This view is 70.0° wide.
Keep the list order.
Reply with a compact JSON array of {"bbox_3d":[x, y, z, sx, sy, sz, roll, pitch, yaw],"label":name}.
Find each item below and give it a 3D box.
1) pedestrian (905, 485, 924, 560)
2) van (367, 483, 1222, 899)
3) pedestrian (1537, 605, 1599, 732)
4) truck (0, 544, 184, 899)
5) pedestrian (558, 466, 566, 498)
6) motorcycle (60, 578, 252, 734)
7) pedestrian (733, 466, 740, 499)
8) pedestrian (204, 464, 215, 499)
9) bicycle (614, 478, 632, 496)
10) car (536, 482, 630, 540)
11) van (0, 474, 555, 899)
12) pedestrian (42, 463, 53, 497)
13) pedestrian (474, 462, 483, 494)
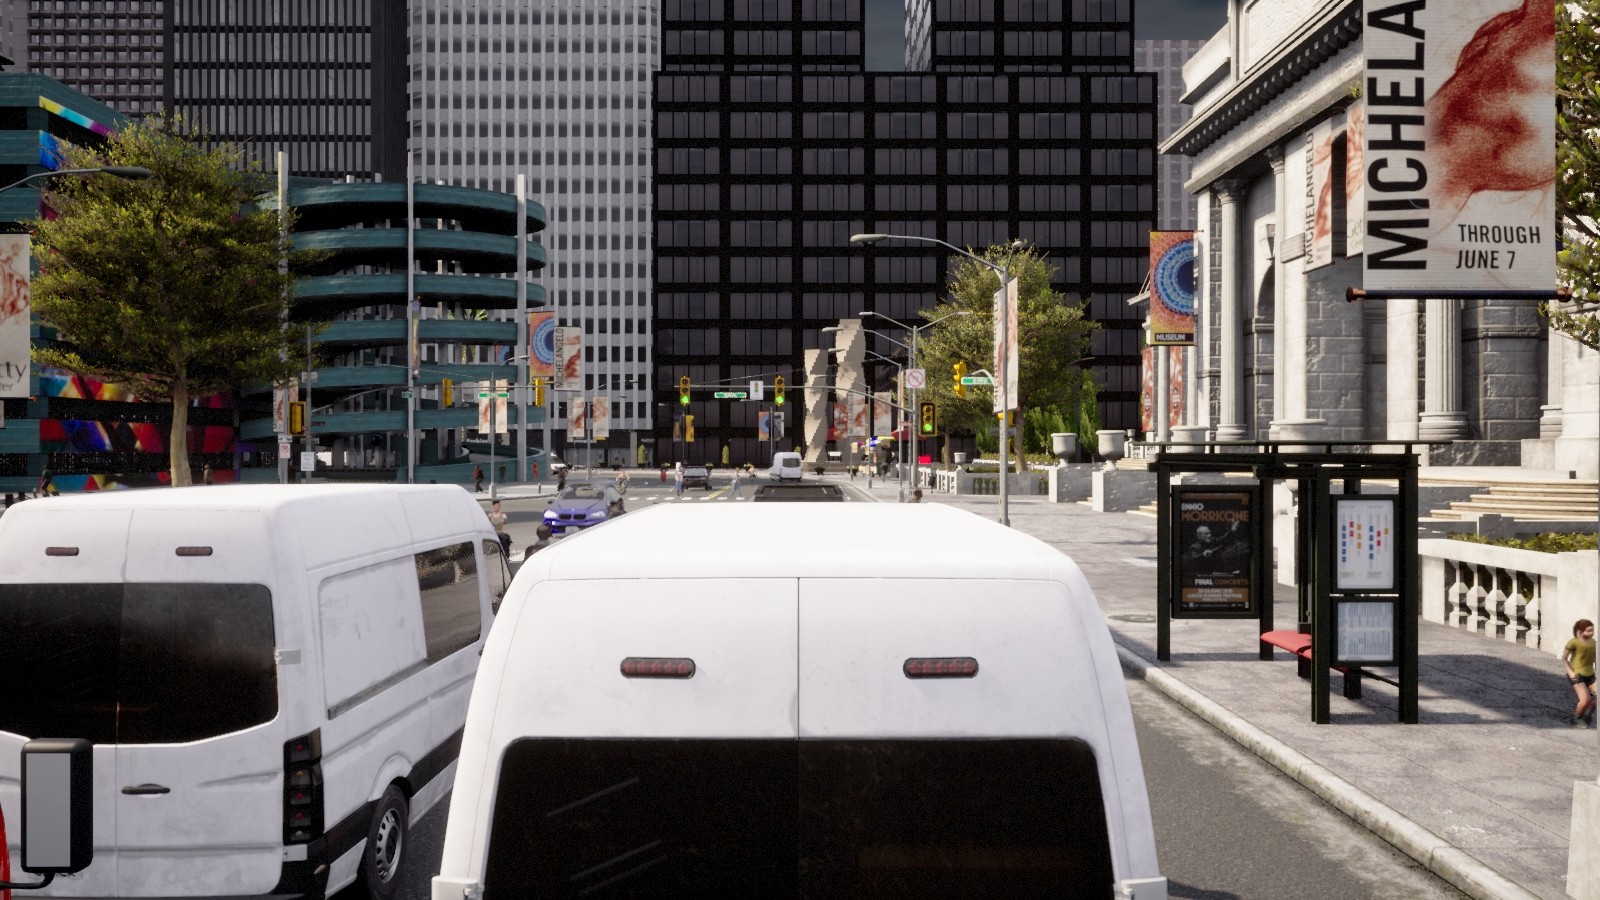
[{"bbox_3d":[2.915,1.838,29.080,0.375,1.860,0.375,0,0,-20],"label":"pedestrian"},{"bbox_3d":[-0.014,1.532,5.615,1.988,2.561,5.915,0,0,0],"label":"van"},{"bbox_3d":[7.452,2.072,10.908,0.500,1.100,0.500,0,0,-8],"label":"pedestrian"},{"bbox_3d":[-3.506,1.567,1.456,2.627,2.467,5.204,0,0,0],"label":"truck"},{"bbox_3d":[-13.555,1.824,65.105,0.375,1.860,0.375,0,0,-4],"label":"pedestrian"},{"bbox_3d":[-6.927,2.165,12.462,0.764,1.277,2.356,0,0,0],"label":"motorcycle"},{"bbox_3d":[-3.595,1.824,64.658,0.375,1.860,0.375,0,0,-5],"label":"pedestrian"},{"bbox_3d":[-31.706,1.674,61.380,0.375,1.860,0.375,0,0,5],"label":"pedestrian"},{"bbox_3d":[-10.653,2.230,68.796,0.859,1.080,1.487,0,0,1],"label":"bicycle"},{"bbox_3d":[-7.037,1.951,37.556,2.242,1.667,4.611,0,0,0],"label":"car"},{"bbox_3d":[-3.517,1.531,8.797,1.988,2.561,5.915,0,0,0],"label":"van"},{"bbox_3d":[-41.373,1.672,62.823,0.375,1.860,0.375,0,0,9],"label":"pedestrian"},{"bbox_3d":[-19.233,1.671,68.370,0.375,1.860,0.375,0,0,24],"label":"pedestrian"}]
